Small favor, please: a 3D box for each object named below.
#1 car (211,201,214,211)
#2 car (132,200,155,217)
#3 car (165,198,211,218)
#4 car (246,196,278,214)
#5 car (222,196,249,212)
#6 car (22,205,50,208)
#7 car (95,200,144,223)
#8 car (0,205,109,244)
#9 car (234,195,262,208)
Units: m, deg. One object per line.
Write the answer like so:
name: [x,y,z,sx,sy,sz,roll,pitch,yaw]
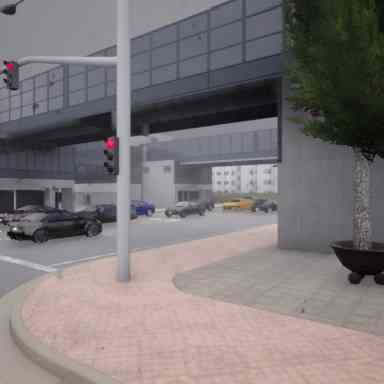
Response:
car: [0.691,1.492,38.086,2.128,1.511,4.902,0,0,36]
car: [-5.434,1.478,29.634,1.882,1.535,5.008,0,0,36]
car: [-0.507,1.526,30.459,1.812,1.442,4.674,0,0,36]
car: [8.108,1.504,36.065,1.837,1.490,4.892,0,0,36]
car: [5.320,1.478,38.497,1.882,1.535,5.008,0,0,36]
car: [-10.702,1.564,22.356,1.994,1.385,4.181,0,0,36]
car: [-6.114,1.547,22.726,2.033,1.411,5.357,0,0,36]
car: [-6.412,1.564,15.951,1.994,1.385,4.181,0,0,36]
car: [8.168,1.351,48.311,2.097,1.767,4.553,0,0,36]
